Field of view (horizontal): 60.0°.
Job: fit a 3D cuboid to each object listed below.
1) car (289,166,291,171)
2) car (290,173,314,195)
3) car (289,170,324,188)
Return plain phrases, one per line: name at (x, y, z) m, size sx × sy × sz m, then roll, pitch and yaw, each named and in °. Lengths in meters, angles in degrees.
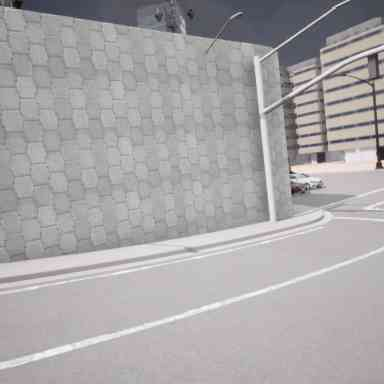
car at (10.077, -2.341, 42.237) m, size 2.150 × 2.045 × 5.566 m, roll -10°, pitch 6°, yaw -35°
car at (7.351, -0.457, 27.855) m, size 1.812 × 1.442 × 4.674 m, roll -10°, pitch 6°, yaw -35°
car at (9.704, -0.972, 30.497) m, size 1.812 × 1.442 × 4.674 m, roll -10°, pitch 6°, yaw -35°
